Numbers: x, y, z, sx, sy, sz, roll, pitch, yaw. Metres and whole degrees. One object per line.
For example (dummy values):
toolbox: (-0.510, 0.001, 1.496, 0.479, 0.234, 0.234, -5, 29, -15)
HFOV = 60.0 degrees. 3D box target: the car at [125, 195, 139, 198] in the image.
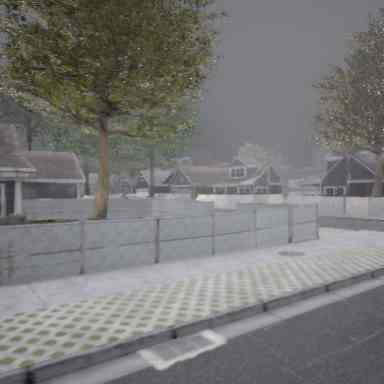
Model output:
car: (-7.651, 1.175, 43.436, 1.882, 1.535, 5.008, 0, 1, -35)
